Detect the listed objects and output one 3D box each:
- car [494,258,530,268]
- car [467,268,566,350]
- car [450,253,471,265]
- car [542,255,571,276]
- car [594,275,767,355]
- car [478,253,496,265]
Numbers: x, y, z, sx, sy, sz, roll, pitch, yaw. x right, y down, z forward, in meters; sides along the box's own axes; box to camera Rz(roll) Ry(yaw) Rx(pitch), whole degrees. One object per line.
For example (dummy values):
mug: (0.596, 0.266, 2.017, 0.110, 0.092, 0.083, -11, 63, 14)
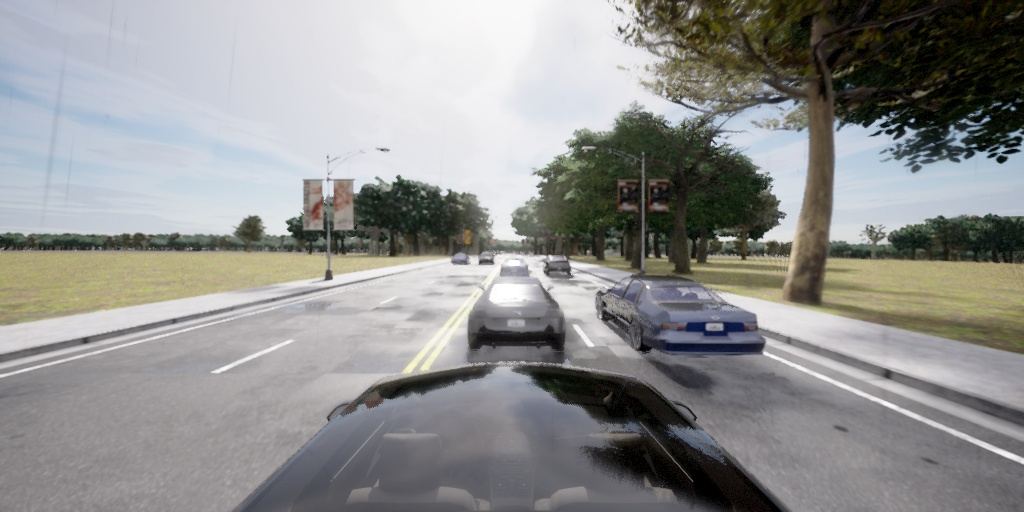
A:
car: (0.171, 0.834, 23.391, 2.033, 1.411, 5.357, 0, 1, 1)
car: (0.100, 1.164, 8.616, 1.994, 1.385, 4.181, 0, 1, 1)
car: (-6.380, 0.360, 44.804, 1.812, 1.442, 4.674, 0, 1, 0)
car: (3.461, 0.677, 28.230, 2.128, 1.511, 4.902, 0, 1, 0)
car: (3.347, 1.154, 8.386, 2.033, 1.411, 5.357, 0, 1, 1)
car: (-3.129, 0.336, 45.050, 1.837, 1.490, 4.892, 0, 1, 0)
